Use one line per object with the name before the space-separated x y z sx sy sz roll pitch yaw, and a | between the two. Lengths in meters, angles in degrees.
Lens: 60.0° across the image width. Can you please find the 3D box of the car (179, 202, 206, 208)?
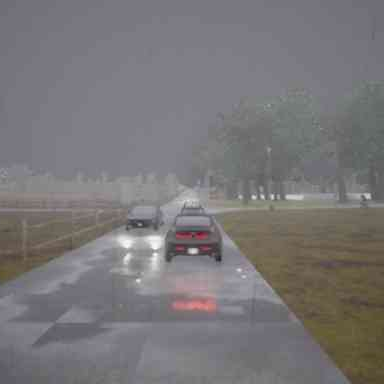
car | 0.052 1.530 25.818 2.128 1.511 4.902 0 0 0

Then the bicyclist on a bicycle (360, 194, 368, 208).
bicyclist on a bicycle | 19.889 1.045 38.597 0.582 1.620 1.656 -1 -1 0

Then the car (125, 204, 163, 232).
car | -2.833 1.511 20.685 1.882 1.535 5.008 0 0 0

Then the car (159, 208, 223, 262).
car | 0.063 1.524 12.178 1.837 1.490 4.892 0 -1 1
